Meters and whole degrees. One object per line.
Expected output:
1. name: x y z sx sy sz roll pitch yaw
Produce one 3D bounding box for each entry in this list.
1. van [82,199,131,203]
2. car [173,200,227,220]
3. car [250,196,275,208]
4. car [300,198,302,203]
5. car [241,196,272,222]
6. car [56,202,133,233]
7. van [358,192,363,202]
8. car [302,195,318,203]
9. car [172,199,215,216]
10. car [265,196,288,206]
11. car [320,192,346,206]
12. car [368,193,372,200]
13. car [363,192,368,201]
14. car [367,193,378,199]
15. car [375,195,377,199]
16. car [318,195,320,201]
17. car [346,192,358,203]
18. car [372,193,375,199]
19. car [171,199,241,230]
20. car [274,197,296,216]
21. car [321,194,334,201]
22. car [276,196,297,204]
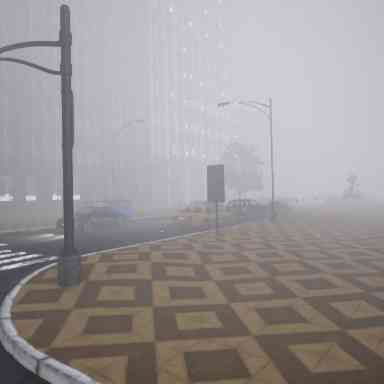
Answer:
1. van: -6.005 1.363 23.332 1.690 1.788 3.998 -2 -1 35
2. car: 0.842 1.454 28.681 2.033 1.411 5.357 -2 -1 34
3. car: 9.852 1.328 46.373 1.967 1.590 4.097 -2 -1 35
4. car: 16.197 1.389 55.588 2.008 1.369 4.403 -2 -1 35
5. car: 3.836 1.206 23.476 1.967 1.590 4.097 -2 -1 35
6. car: -5.657 1.528 19.234 1.994 1.385 4.181 -2 -1 35
7. van: 29.202 0.904 60.251 1.690 1.788 3.998 -2 -1 35
8. car: 22.537 1.232 64.806 1.967 1.590 4.097 -2 -1 35
9. car: 0.245 1.492 32.407 1.752 1.417 4.829 -2 -1 35
10. car: 13.026 1.407 50.979 1.887 1.381 4.507 -2 -1 35
11. car: 19.772 1.159 46.611 1.752 1.417 4.829 -2 -1 35
12. car: 35.572 0.832 69.426 2.192 1.841 5.009 -2 -1 35
13. car: 32.386 0.980 64.840 1.967 1.590 4.097 -2 -1 35
14. car: 45.112 1.004 83.200 2.008 1.369 4.403 -2 -1 35
15. car: 42.041 0.999 78.740 1.752 1.417 4.829 -2 -1 35
16. car: 25.711 1.314 69.414 1.887 1.381 4.507 -2 -1 35
17. car: 26.011 1.027 55.669 1.967 1.590 4.097 -2 -1 35
18. car: 38.780 1.060 73.998 1.947 1.339 4.313 -2 -1 35
19. car: 0.768 1.318 19.015 1.752 1.417 4.829 -2 -1 35
20. car: 7.004 1.320 28.076 1.802 1.307 4.206 -2 -1 35
21. car: 32.053 1.271 78.630 1.887 1.381 4.507 -2 -1 35
22. car: 11.893 1.305 44.625 2.128 1.511 4.902 -2 -1 35
